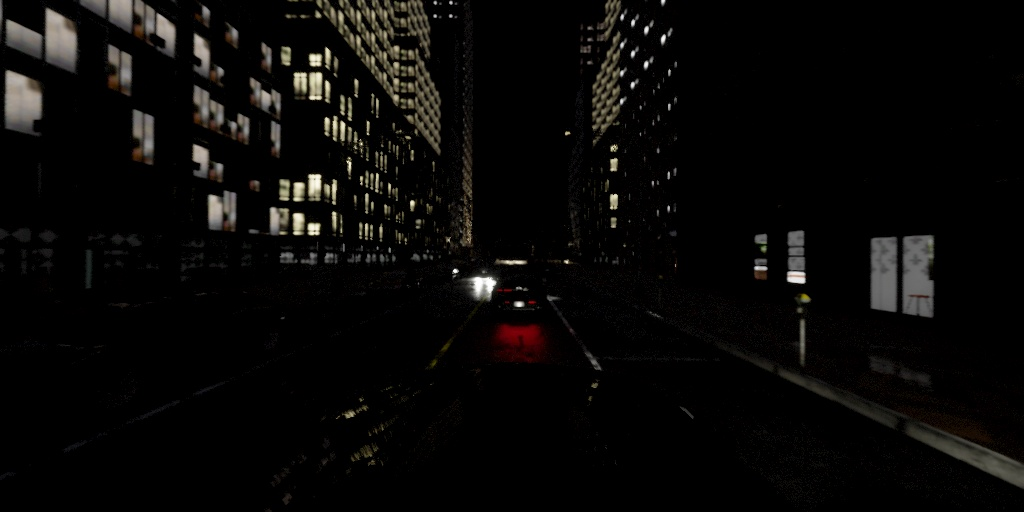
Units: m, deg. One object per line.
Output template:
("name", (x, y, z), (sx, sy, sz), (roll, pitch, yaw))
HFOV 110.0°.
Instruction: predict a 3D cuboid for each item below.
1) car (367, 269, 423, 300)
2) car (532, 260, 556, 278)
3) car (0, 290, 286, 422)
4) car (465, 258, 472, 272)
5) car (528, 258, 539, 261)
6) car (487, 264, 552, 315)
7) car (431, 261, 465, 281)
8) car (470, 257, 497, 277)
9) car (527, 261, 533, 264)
("car", (-5.467, 1.272, 17.254), (1.802, 1.307, 4.207), (0, 0, 1))
("car", (3.201, 1.299, 34.175), (1.948, 1.339, 4.313), (0, 0, 1))
("car", (-5.661, 1.268, 5.873), (1.948, 1.339, 4.313), (0, 0, 1))
("car", (-5.081, 1.206, 40.021), (1.888, 1.381, 4.507), (0, 0, 1))
("car", (3.588, 1.139, 56.938), (1.967, 1.591, 4.097), (0, 0, 1))
("car", (0.265, 1.244, 13.533), (1.837, 1.490, 4.892), (0, 0, 1))
("car", (-5.275, 1.227, 28.638), (2.007, 1.370, 4.403), (0, 0, 1))
("car", (-2.507, 1.180, 35.055), (2.128, 1.511, 4.902), (0, 0, 1))
("car", (0.555, 1.319, 30.582), (1.895, 1.301, 4.718), (0, 0, 1))
